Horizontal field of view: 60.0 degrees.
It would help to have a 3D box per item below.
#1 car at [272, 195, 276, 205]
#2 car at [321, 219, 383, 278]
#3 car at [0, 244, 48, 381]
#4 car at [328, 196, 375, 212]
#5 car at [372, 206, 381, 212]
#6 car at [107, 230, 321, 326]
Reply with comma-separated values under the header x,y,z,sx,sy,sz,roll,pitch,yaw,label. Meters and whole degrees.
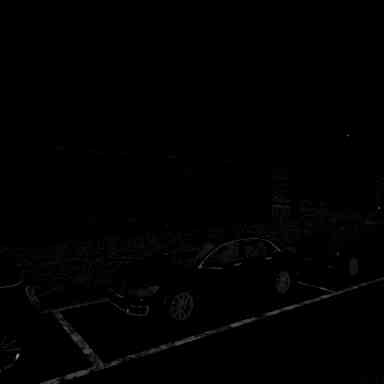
x,y,z,sx,sy,sz,roll,pitch,yaw,label
8.436,0.650,43.649,2.150,2.045,5.566,0,1,-36,car
4.889,1.545,10.139,4.507,1.381,1.887,0,0,-36,car
-3.995,1.440,3.800,4.097,1.590,1.967,0,0,-36,car
16.041,1.172,33.028,2.128,1.511,4.902,0,1,-36,car
9.331,1.441,13.309,4.097,1.590,1.967,0,0,-36,car
0.447,1.551,6.970,4.403,1.369,2.008,0,0,-36,car
